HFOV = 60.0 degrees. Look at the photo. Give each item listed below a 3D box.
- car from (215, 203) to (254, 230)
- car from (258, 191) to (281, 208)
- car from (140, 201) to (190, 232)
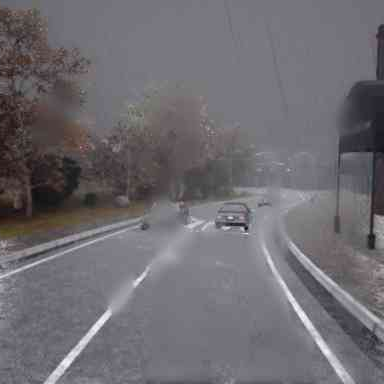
[{"bbox_3d":[2.579,1.353,19.741,2.033,1.411,5.357,1,1,13],"label":"car"},{"bbox_3d":[8.891,1.018,38.141,2.033,1.411,5.357,2,2,24],"label":"car"},{"bbox_3d":[-1.375,1.273,18.618,1.837,1.490,4.892,1,1,12],"label":"car"}]
